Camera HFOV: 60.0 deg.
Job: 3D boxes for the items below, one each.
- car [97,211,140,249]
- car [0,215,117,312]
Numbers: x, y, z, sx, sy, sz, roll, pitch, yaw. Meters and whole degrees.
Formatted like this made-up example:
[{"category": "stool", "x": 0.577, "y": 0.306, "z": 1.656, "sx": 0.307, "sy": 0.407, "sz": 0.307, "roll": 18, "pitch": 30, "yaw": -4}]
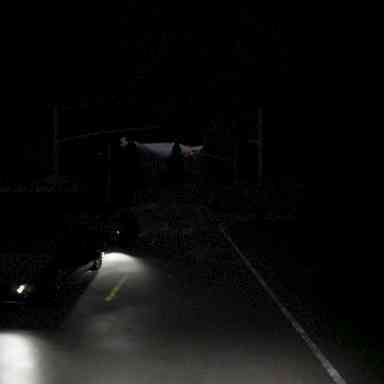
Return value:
[{"category": "car", "x": -3.494, "y": 1.551, "z": 14.396, "sx": 1.994, "sy": 1.385, "sz": 4.181, "roll": 0, "pitch": 0, "yaw": 0}, {"category": "car", "x": -3.559, "y": 1.541, "z": 8.156, "sx": 2.033, "sy": 1.411, "sz": 5.357, "roll": 0, "pitch": 0, "yaw": 0}]
